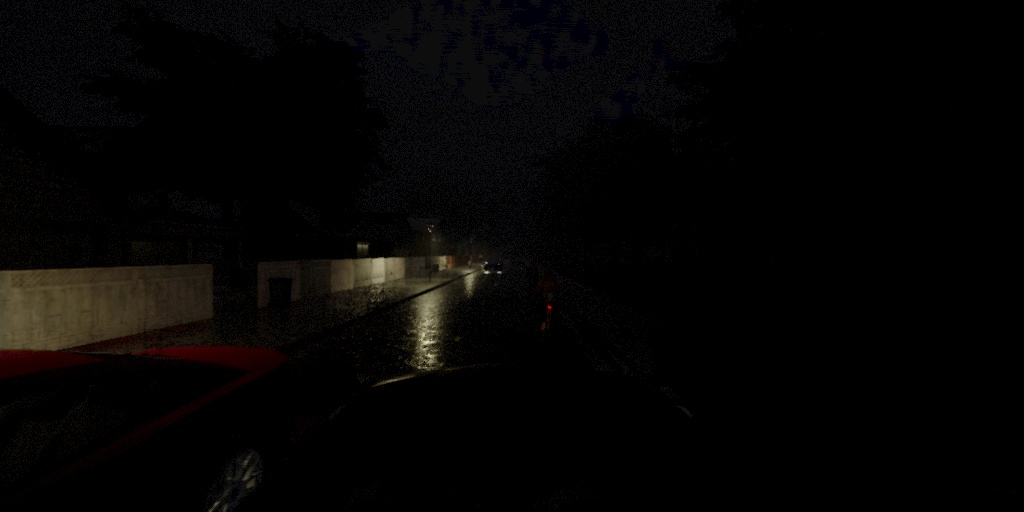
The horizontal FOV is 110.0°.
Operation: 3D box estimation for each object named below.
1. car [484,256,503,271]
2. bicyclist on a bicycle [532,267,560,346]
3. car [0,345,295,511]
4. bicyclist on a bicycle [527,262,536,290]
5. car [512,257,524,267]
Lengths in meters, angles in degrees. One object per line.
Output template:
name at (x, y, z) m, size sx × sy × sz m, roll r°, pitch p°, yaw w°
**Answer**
car at (-2.222, 0.845, 43.357) m, size 2.097 × 1.767 × 4.553 m, roll 0°, pitch 0°, yaw 1°
bicyclist on a bicycle at (0.849, 1.161, 8.303) m, size 0.582 × 1.620 × 1.656 m, roll 0°, pitch 0°, yaw 1°
car at (-2.867, 1.229, 1.068) m, size 1.882 × 1.535 × 5.008 m, roll 0°, pitch 0°, yaw 1°
bicyclist on a bicycle at (0.984, 1.105, 17.303) m, size 0.582 × 1.620 × 1.656 m, roll 0°, pitch 0°, yaw 1°
car at (0.933, 0.909, 57.630) m, size 2.128 × 1.511 × 4.902 m, roll 0°, pitch 0°, yaw 1°
